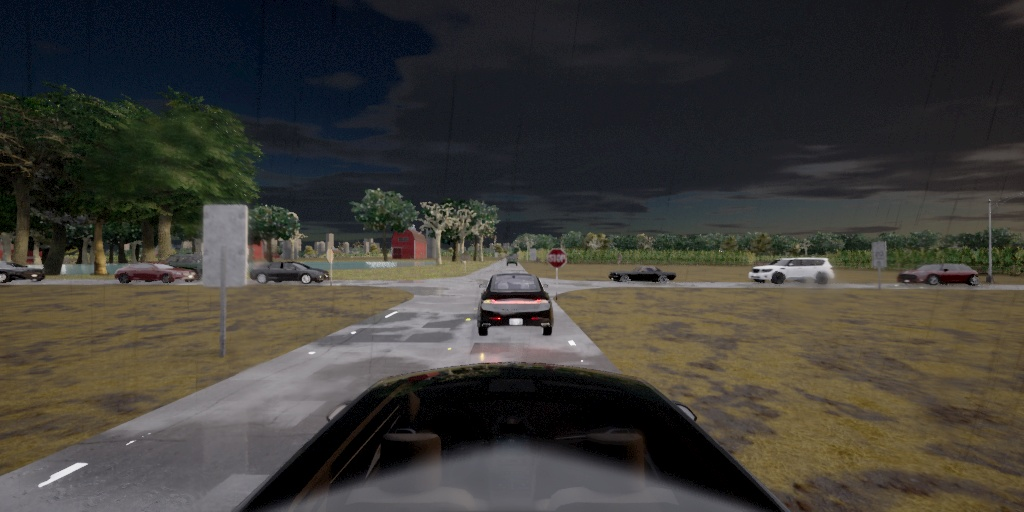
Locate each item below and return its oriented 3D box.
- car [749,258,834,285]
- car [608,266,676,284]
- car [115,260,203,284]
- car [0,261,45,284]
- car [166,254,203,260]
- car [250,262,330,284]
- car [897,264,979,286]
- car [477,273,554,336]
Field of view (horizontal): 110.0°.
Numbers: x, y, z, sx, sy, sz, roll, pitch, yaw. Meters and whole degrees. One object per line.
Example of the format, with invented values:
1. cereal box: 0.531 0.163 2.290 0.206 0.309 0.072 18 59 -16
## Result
1. car: 21.578 1.142 27.771 5.566 2.045 2.150 0 -1 0
2. car: 9.901 1.437 27.554 4.718 1.301 1.895 0 -1 -3
3. car: -24.573 1.151 24.801 4.674 1.442 1.812 0 -1 0
4. car: -35.554 1.084 24.807 5.008 1.535 1.882 0 -1 0
5. car: -25.203 0.896 27.781 5.566 2.045 2.150 0 -1 0
6. car: -15.287 1.163 24.859 4.892 1.490 1.837 0 -1 -2
7. car: 32.876 1.371 27.768 4.553 1.767 2.097 1 -1 0
8. car: 0.059 1.243 10.360 2.128 1.511 4.902 0 0 -1
